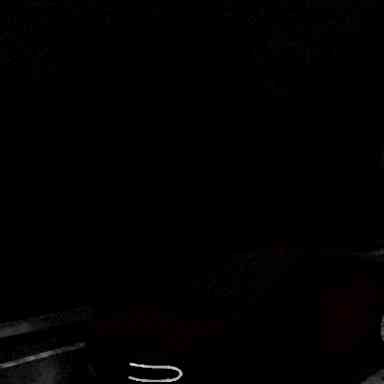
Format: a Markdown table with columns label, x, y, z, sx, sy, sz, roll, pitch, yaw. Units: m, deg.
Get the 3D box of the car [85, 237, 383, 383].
| label | x | y | z | sx | sy | sz | roll | pitch | yaw |
| --- | --- | --- | --- | --- | --- | --- | --- | --- | --- |
| car | 1.092 | 1.464 | 4.653 | 5.008 | 1.535 | 1.882 | -1 | 0 | -35 |
